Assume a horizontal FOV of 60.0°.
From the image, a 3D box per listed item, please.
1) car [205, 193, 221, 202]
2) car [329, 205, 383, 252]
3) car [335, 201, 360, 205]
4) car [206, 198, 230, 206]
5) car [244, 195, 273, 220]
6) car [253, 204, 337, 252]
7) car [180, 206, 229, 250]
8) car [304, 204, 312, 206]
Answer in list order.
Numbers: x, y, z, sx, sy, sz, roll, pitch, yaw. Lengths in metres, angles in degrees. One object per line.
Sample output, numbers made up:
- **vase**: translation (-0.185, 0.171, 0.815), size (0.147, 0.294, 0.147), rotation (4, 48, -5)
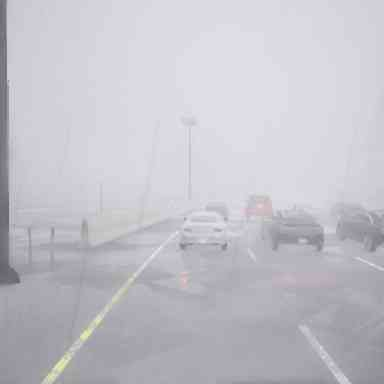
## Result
- **car**: translation (5.036, 1.202, 77.721), size (2.150, 2.045, 5.566), rotation (0, 0, 22)
- **car**: translation (7.531, 1.492, 13.713), size (2.128, 1.511, 4.902), rotation (0, 0, 4)
- **car**: translation (12.580, 1.514, 27.169), size (1.837, 1.490, 4.892), rotation (0, 0, 9)
- **car**: translation (2.199, 1.482, 28.747), size (1.882, 1.535, 5.008), rotation (0, 0, 9)
- **car**: translation (5.664, 1.255, 28.251), size (2.150, 2.045, 5.566), rotation (0, 0, 9)
- **car**: translation (4.041, 1.492, 13.976), size (2.128, 1.511, 4.902), rotation (0, 0, 4)
- **car**: translation (0.551, 1.530, 14.240), size (1.812, 1.442, 4.674), rotation (0, 0, 4)
- **car**: translation (9.124, 1.614, 27.725), size (1.895, 1.301, 4.718), rotation (0, 0, 9)
